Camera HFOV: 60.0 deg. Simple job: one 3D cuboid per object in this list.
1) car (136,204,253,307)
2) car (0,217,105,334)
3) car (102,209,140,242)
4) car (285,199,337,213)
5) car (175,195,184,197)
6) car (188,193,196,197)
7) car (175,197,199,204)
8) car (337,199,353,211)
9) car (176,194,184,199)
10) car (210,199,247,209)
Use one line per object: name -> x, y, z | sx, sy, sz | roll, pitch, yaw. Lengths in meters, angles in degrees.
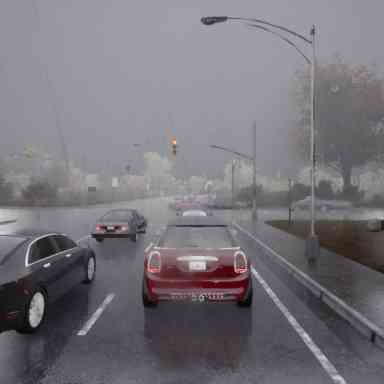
car -> 0.106, 1.352, 8.153 | 2.097, 1.767, 4.553 | 0, 0, 0
car -> -3.394, 1.505, 6.740 | 1.837, 1.490, 4.892 | 0, 0, 0
car -> -3.389, 1.547, 16.398 | 2.033, 1.411, 5.357 | 0, 0, 0
car -> 12.794, 1.505, 36.580 | 4.892, 1.490, 1.837 | 0, 0, 3
car -> -3.426, 1.545, 85.394 | 1.994, 1.385, 4.181 | 0, 0, 0
car -> 0.074, 1.518, 85.425 | 1.812, 1.442, 4.674 | 0, 0, 0
car -> -0.675, 1.564, 37.349 | 4.181, 1.385, 1.994 | 0, 0, 3
car -> 16.985, 1.563, 39.851 | 4.181, 1.385, 1.994 | 0, 0, 3
car -> -3.377, 1.403, 95.420 | 1.994, 1.385, 4.181 | 0, 0, 1
car -> 4.011, 1.547, 40.586 | 5.357, 1.411, 2.033 | 0, 0, 3
